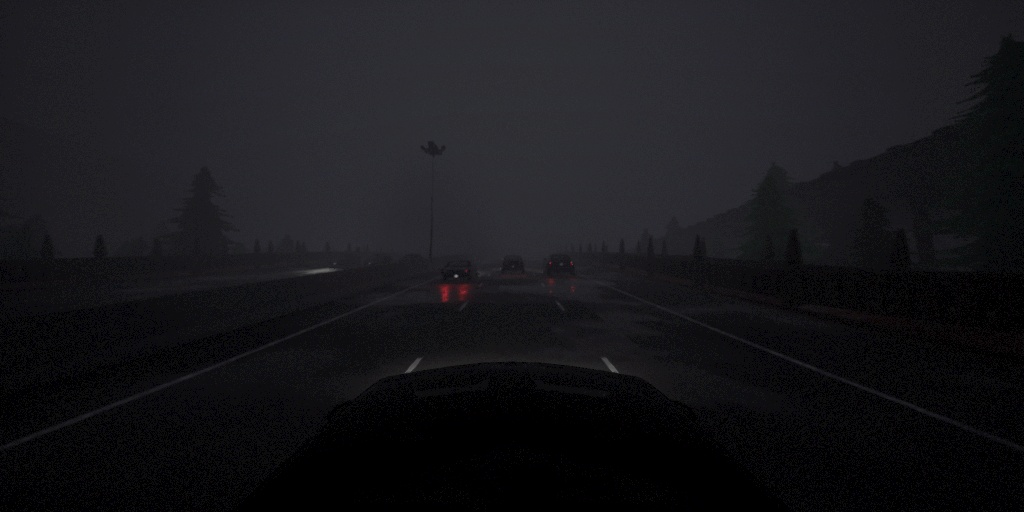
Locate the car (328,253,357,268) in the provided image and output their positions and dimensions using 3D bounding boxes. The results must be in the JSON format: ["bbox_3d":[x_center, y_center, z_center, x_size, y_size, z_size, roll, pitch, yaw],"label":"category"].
[{"bbox_3d":[-17.580,0.461,38.030,2.128,1.511,4.902,0,1,0],"label":"car"}]

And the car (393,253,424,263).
[{"bbox_3d":[-10.581,0.482,37.867,1.837,1.490,4.892,0,1,0],"label":"car"}]

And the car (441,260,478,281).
[{"bbox_3d":[-3.421,0.902,24.144,1.895,1.301,4.718,0,1,0],"label":"car"}]

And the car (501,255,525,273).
[{"bbox_3d":[0.095,0.620,30.988,1.882,1.535,5.008,0,1,0],"label":"car"}]

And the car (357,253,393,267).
[{"bbox_3d":[-14.080,0.463,38.030,2.128,1.511,4.902,0,1,0],"label":"car"}]

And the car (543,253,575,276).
[{"bbox_3d":[3.590,0.562,28.198,2.097,1.767,4.553,0,1,0],"label":"car"}]
